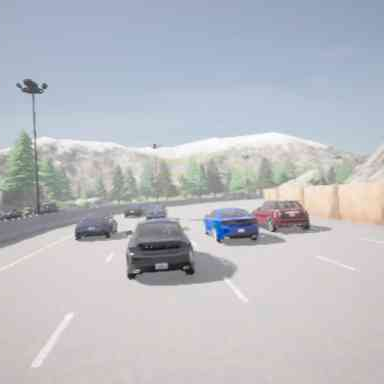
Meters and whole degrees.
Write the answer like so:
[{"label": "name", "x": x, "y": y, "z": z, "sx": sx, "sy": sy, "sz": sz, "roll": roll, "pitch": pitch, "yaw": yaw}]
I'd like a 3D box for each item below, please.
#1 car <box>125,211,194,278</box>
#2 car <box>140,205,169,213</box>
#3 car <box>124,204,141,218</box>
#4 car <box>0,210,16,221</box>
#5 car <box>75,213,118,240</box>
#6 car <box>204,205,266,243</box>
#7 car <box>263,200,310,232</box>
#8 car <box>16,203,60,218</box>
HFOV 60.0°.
[{"label": "car", "x": -1.065, "y": 1.626, "z": 10.726, "sx": 1.837, "sy": 1.490, "sz": 4.892, "roll": -3, "pitch": 0, "yaw": -7}, {"label": "car", "x": -3.143, "y": 1.896, "z": 30.493, "sx": 2.033, "sy": 1.411, "sz": 5.357, "roll": -3, "pitch": 0, "yaw": -2}, {"label": "car", "x": -6.380, "y": 2.122, "z": 38.356, "sx": 1.994, "sy": 1.385, "sz": 4.181, "roll": -3, "pitch": 0, "yaw": 4}, {"label": "car", "x": -20.697, "y": 2.752, "z": 37.170, "sx": 2.128, "sy": 1.511, "sz": 4.902, "roll": -3, "pitch": 0, "yaw": 3}, {"label": "car", "x": -5.709, "y": 1.974, "z": 20.121, "sx": 1.994, "sy": 1.385, "sz": 4.181, "roll": -3, "pitch": 0, "yaw": -7}, {"label": "car", "x": 1.768, "y": 1.494, "z": 16.439, "sx": 1.882, "sy": 1.535, "sz": 5.008, "roll": -3, "pitch": 0, "yaw": -7}, {"label": "car", "x": 4.939, "y": 1.228, "z": 19.290, "sx": 2.097, "sy": 1.767, "sz": 4.553, "roll": -3, "pitch": 0, "yaw": -7}, {"label": "car", "x": -17.177, "y": 2.299, "z": 38.035, "sx": 2.150, "sy": 2.045, "sz": 5.566, "roll": -3, "pitch": -1, "yaw": 4}]
